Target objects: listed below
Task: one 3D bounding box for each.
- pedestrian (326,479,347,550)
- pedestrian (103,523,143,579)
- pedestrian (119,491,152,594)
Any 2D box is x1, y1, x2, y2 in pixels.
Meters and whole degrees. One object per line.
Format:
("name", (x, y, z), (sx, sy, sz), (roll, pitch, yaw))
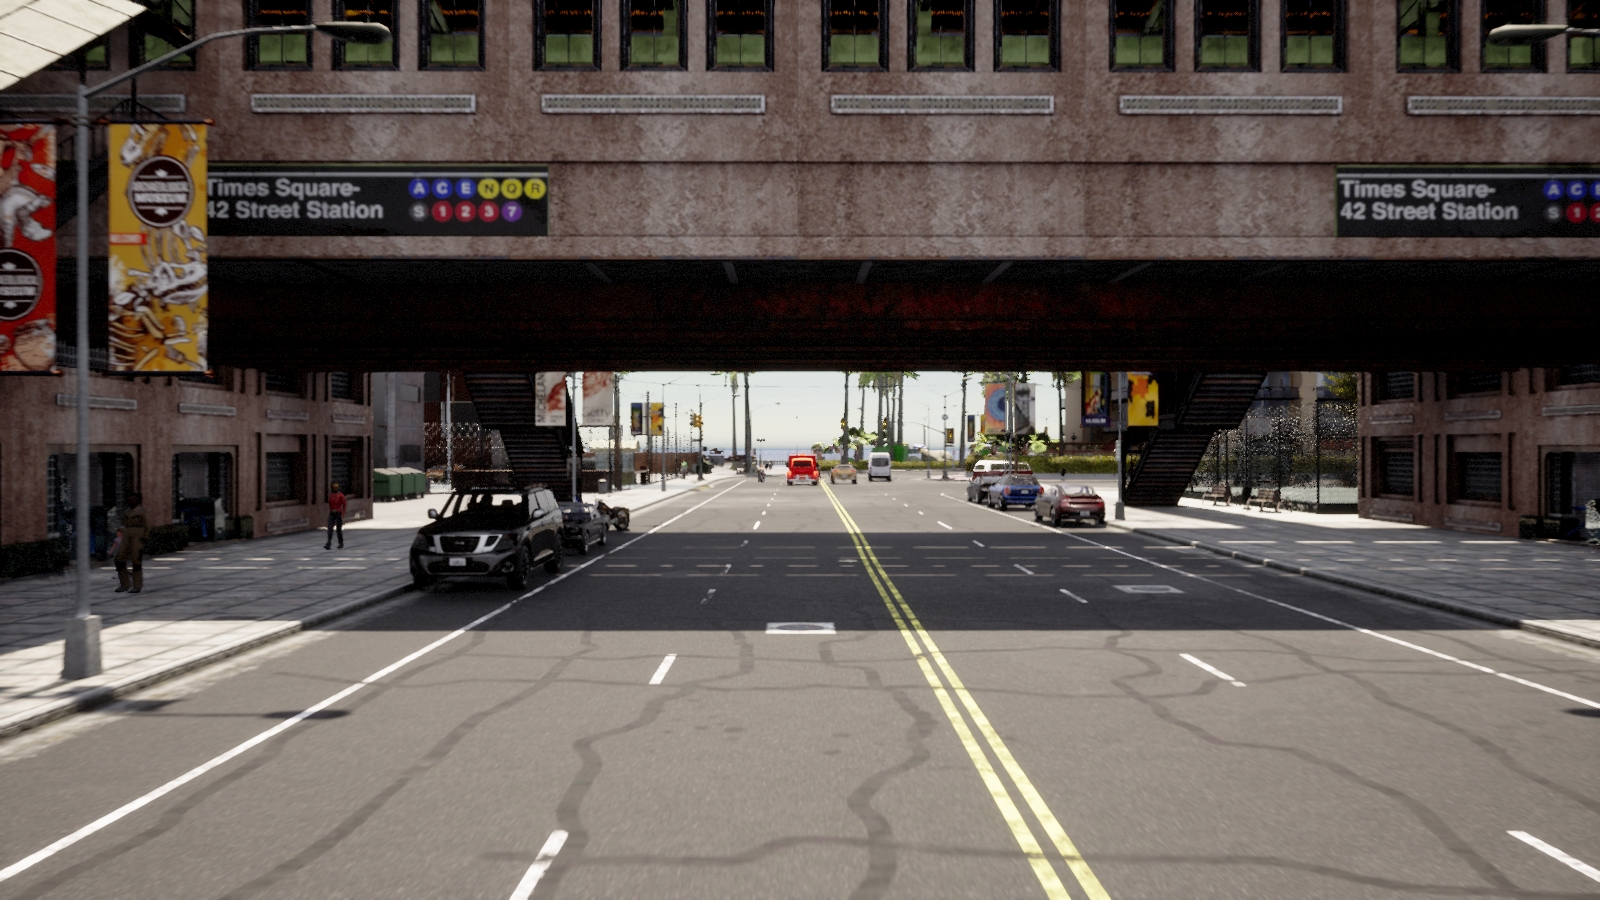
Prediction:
("pedestrian", (-12.258, 1.696, 30.206), (0.375, 1.860, 0.375), (0, 0, 6))
("pedestrian", (-13.936, 2.076, 23.524), (0.500, 1.100, 0.500), (0, 0, 10))
("pedestrian", (-12.205, 1.696, 21.001), (0.375, 1.860, 0.375), (0, 0, 7))
